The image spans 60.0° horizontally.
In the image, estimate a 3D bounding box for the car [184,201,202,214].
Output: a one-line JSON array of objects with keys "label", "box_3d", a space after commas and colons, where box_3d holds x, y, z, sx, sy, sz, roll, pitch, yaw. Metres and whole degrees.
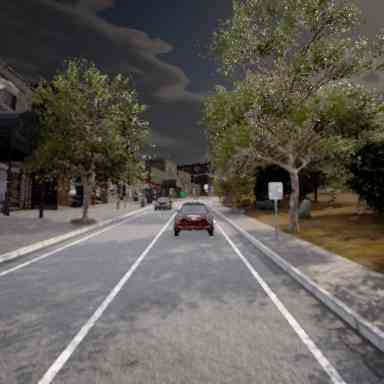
[{"label": "car", "box_3d": [0.097, 1.674, 36.682, 1.895, 1.301, 4.718, 0, 0, 0]}]

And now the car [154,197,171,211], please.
[{"label": "car", "box_3d": [-3.582, 1.436, 42.090, 2.097, 1.767, 4.553, 0, 0, 0]}]

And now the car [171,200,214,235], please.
[{"label": "car", "box_3d": [0.098, 1.391, 19.263, 2.097, 1.767, 4.553, 0, 0, 0]}]
